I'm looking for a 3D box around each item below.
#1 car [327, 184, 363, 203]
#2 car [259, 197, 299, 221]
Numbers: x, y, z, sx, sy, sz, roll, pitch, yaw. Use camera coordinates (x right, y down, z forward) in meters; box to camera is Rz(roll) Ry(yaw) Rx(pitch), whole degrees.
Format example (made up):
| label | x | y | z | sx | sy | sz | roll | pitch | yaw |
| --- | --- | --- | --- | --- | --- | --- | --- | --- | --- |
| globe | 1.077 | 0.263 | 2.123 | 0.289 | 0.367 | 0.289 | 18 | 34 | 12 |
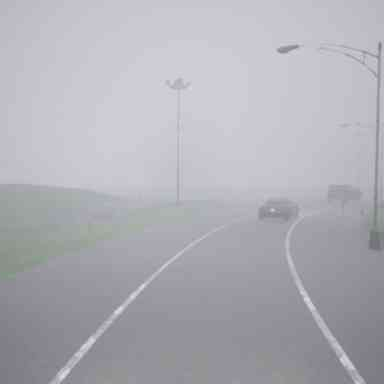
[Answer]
| label | x | y | z | sx | sy | sz | roll | pitch | yaw |
| --- | --- | --- | --- | --- | --- | --- | --- | --- | --- |
| car | 17.406 | 0.150 | 37.848 | 5.566 | 2.045 | 2.150 | -2 | 3 | -43 |
| car | 5.903 | 1.036 | 22.348 | 1.994 | 1.385 | 4.181 | 1 | 2 | 27 |
